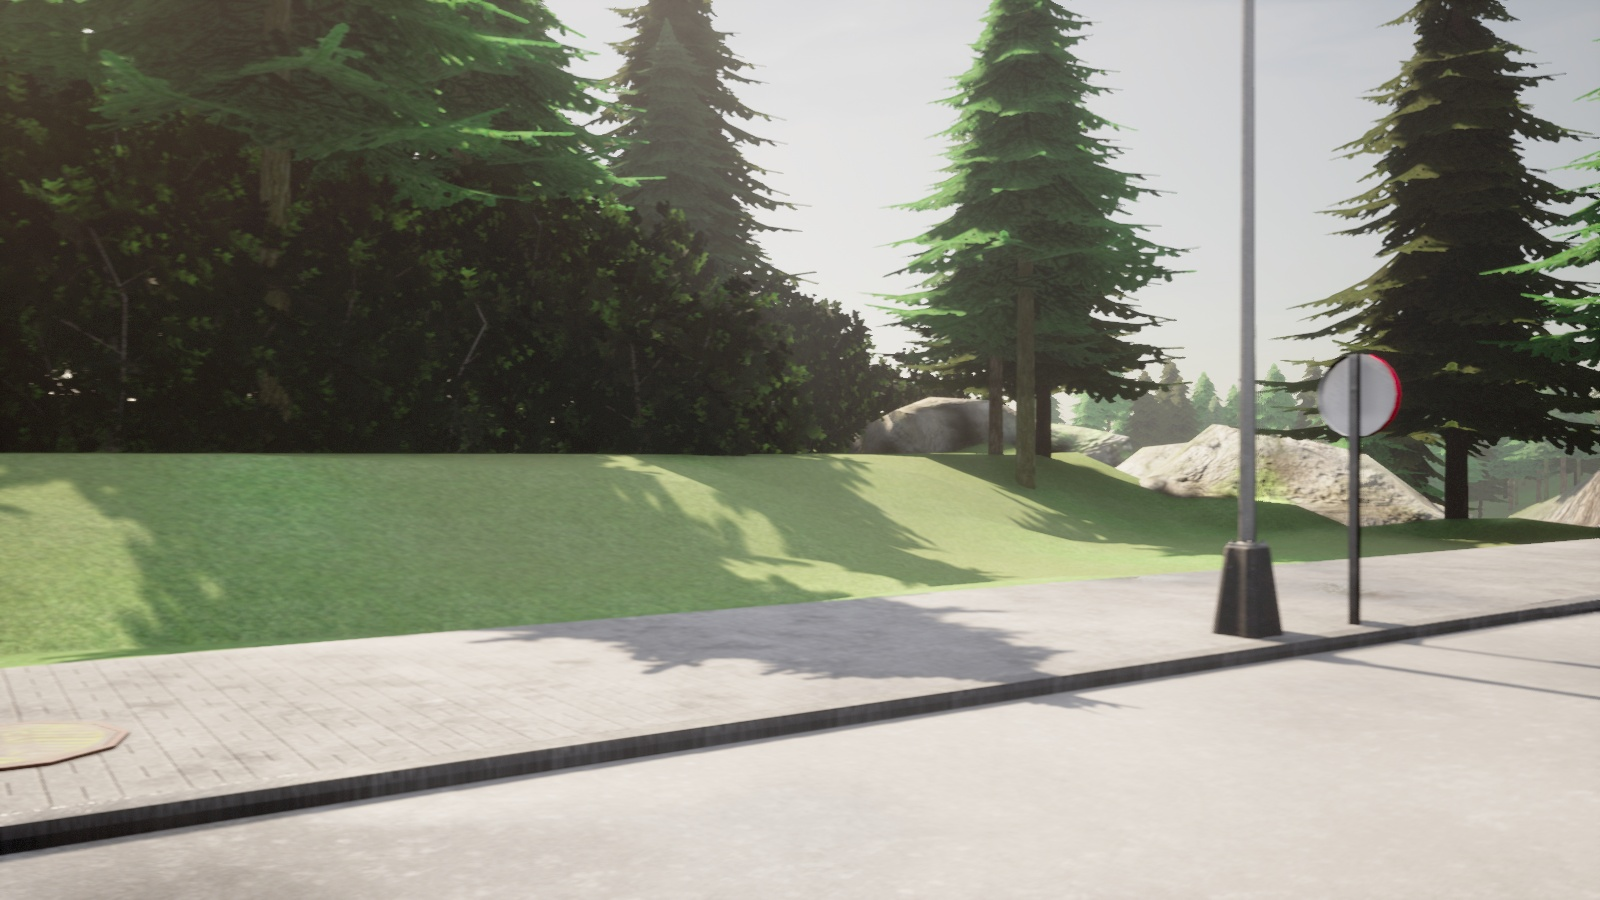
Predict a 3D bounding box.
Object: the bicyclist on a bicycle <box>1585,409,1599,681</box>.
[{"bbox_3d":[6.115,0.623,8.526,1.843,1.776,0.659,0,0,-35],"label":"bicyclist on a bicycle"}]
